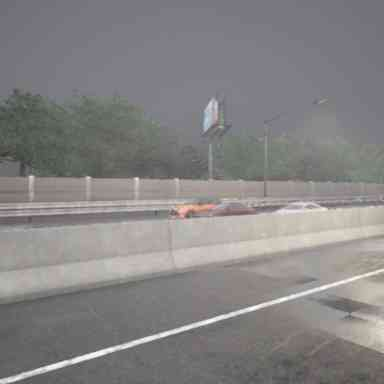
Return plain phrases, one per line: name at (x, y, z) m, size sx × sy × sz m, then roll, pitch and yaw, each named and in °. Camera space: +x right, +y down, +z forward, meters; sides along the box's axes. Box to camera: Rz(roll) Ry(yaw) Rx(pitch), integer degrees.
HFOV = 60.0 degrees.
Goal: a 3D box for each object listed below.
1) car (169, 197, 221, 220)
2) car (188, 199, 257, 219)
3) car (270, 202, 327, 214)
car at (0.513, 1.224, 25.265) m, size 4.553 × 1.767 × 2.097 m, roll -1°, pitch 0°, yaw -35°
car at (2.312, 1.404, 22.251) m, size 4.674 × 1.442 × 1.812 m, roll 0°, pitch 0°, yaw -35°
car at (6.844, 1.390, 21.169) m, size 4.674 × 1.442 × 1.812 m, roll 0°, pitch 0°, yaw -35°
